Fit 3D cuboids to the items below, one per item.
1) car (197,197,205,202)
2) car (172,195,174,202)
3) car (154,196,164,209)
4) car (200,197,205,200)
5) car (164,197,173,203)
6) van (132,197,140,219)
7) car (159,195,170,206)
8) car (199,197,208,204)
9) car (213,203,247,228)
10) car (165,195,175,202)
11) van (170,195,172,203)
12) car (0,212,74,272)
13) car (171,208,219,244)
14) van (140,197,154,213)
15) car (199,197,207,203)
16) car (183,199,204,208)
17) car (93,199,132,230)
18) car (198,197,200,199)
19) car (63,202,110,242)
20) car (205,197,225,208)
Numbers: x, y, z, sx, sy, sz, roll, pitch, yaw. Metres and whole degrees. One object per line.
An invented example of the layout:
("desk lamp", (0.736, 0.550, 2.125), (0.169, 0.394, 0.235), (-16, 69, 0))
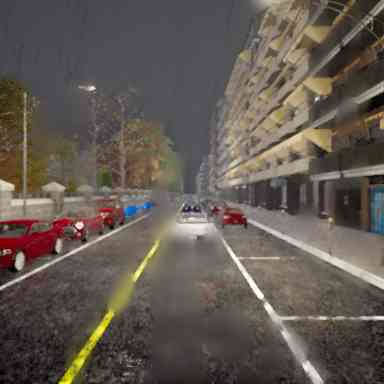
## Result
("car", (2.465, 1.946, 89.741), (1.947, 1.339, 4.313), (0, 0, 0))
("car", (-5.886, 1.917, 78.456), (1.802, 1.307, 4.206), (0, 0, 0))
("car", (-5.814, 1.767, 50.306), (1.947, 1.339, 4.313), (0, 0, 0))
("car", (2.566, 1.753, 50.328), (1.947, 1.339, 4.313), (0, 0, 0))
("car", (-5.901, 1.910, 84.087), (1.887, 1.381, 4.507), (0, 0, 0))
("van", (-5.756, 1.449, 27.785), (1.690, 1.788, 3.998), (0, 0, 0))
("car", (-5.843, 1.567, 61.567), (2.192, 1.841, 5.009), (0, 0, 0))
("car", (2.508, 1.819, 73.018), (1.752, 1.417, 4.829), (0, 0, 0))
("car", (2.639, 1.653, 22.175), (1.802, 1.307, 4.206), (0, 0, 0))
("car", (-5.915, 1.710, 89.720), (2.192, 1.841, 5.009), (0, 0, 0))
("van", (-5.872, 1.648, 72.827), (1.690, 1.788, 3.998), (0, 0, 0))
("car", (-5.712, 1.585, 10.895), (1.887, 1.381, 4.507), (0, 0, 0))
("car", (0.054, 1.652, 16.131), (1.895, 1.301, 4.718), (0, 0, 0))
("van", (-5.785, 1.495, 39.047), (1.690, 1.788, 3.998), (0, 0, 0))
("car", (2.494, 1.903, 78.479), (1.802, 1.307, 4.206), (0, 0, 0))
("car", (0.008, 1.736, 36.763), (1.895, 1.301, 4.718), (0, 0, 0))
("car", (-5.742, 1.400, 22.155), (2.192, 1.841, 5.009), (0, 0, 0))
("car", (2.537, 1.678, 61.588), (1.967, 1.590, 4.097), (0, 0, 0))
("car", (-5.726, 1.502, 16.523), (1.967, 1.590, 4.097), (0, 0, 0))
("car", (2.610, 1.557, 33.437), (1.967, 1.590, 4.097), (0, 0, 0))
